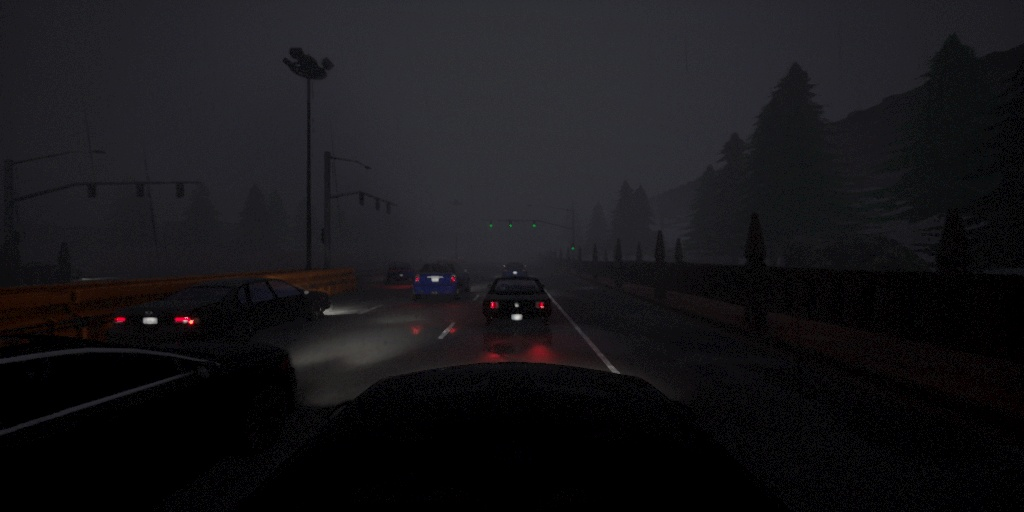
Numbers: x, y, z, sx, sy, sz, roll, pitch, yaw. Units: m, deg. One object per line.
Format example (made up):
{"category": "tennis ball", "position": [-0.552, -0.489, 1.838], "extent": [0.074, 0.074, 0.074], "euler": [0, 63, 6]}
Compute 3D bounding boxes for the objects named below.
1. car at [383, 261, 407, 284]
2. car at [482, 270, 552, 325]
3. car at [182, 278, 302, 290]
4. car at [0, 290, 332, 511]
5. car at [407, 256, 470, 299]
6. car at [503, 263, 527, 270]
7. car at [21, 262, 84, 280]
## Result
{"category": "car", "position": [-8.441, 1.148, 26.655], "extent": [1.882, 1.535, 5.008], "euler": [1, 0, -22]}
{"category": "car", "position": [0.147, 1.318, 11.692], "extent": [1.895, 1.301, 4.718], "euler": [0, 0, 0]}
{"category": "car", "position": [-6.866, 1.272, 9.325], "extent": [2.033, 1.411, 5.357], "euler": [0, 0, 0]}
{"category": "car", "position": [-3.393, 1.240, 2.169], "extent": [2.128, 1.511, 4.902], "euler": [0, 0, 0]}
{"category": "car", "position": [-3.320, 1.050, 17.663], "extent": [2.097, 1.767, 4.553], "euler": [0, 0, 0]}
{"category": "car", "position": [0.243, 1.226, 29.029], "extent": [1.994, 1.385, 4.181], "euler": [0, 0, 0]}
{"category": "car", "position": [-38.240, 1.187, 29.441], "extent": [4.674, 1.442, 1.812], "euler": [0, 0, 0]}
